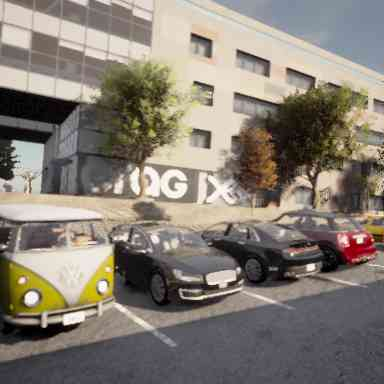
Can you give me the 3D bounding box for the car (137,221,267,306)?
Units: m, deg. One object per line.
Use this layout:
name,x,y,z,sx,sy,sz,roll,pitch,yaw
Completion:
car,-0.804,1.525,8.400,2.231,1.521,4.892,1,0,-35

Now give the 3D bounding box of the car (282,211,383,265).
car,3.766,1.458,11.614,2.185,1.767,4.553,1,0,-35

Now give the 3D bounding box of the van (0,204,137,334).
van,-3.005,1.268,6.680,1.878,1.987,4.442,1,0,-35

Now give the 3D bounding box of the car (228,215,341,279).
car,1.478,1.554,10.013,2.231,1.521,4.892,1,0,-36
